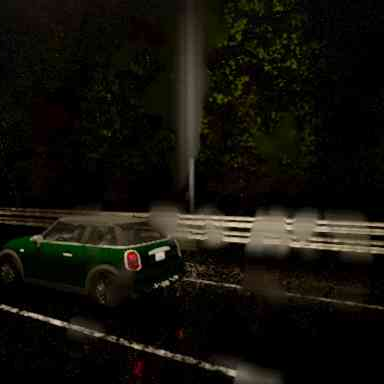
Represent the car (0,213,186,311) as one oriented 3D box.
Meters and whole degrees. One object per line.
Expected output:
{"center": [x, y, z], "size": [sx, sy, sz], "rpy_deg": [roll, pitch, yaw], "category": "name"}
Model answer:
{"center": [-2.489, 1.326, 7.844], "size": [4.553, 1.767, 2.097], "rpy_deg": [0, 0, 30], "category": "car"}
